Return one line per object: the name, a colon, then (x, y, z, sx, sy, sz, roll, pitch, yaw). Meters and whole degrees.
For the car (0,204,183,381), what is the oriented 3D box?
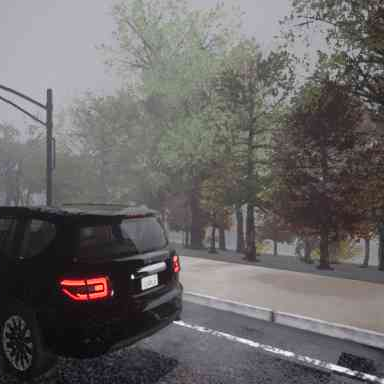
car: (-2.756, 1.221, 5.680, 5.566, 2.045, 2.150, 0, 0, 34)
